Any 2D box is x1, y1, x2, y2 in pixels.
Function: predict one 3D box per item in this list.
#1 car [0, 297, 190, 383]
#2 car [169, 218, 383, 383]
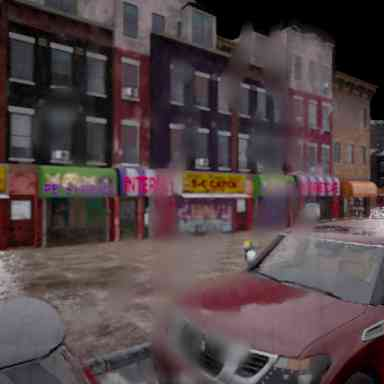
[{"bbox_3d":[-2.262,1.435,1.210,4.097,1.590,1.967,0,0,-35],"label":"car"},{"bbox_3d":[2.034,1.333,4.265,5.009,1.841,2.192,0,0,-35],"label":"car"}]
